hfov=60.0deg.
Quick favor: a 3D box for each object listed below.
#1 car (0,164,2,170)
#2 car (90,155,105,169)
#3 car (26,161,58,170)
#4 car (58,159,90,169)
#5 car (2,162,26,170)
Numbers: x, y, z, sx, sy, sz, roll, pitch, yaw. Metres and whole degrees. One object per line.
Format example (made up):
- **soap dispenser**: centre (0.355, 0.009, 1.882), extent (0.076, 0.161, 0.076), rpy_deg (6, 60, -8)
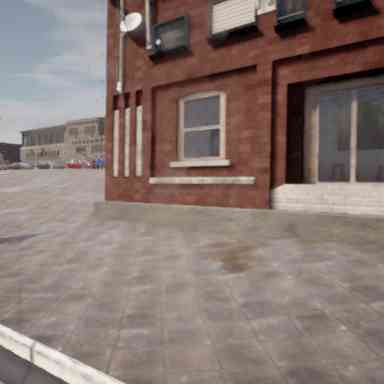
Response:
- **car**: centre (-28.554, -3.505, 48.850), extent (4.792, 1.488, 2.163), rpy_deg (1, 1, 29)
- **car**: centre (-8.677, -3.330, 39.003), extent (5.566, 2.045, 2.435), rpy_deg (2, 1, 25)
- **car**: centre (-18.858, -3.339, 43.785), extent (4.892, 1.521, 2.231), rpy_deg (1, 1, 27)
- **car**: centre (-13.778, -3.345, 41.342), extent (4.553, 1.767, 2.185), rpy_deg (1, 1, 26)
- **car**: centre (-23.691, -3.397, 46.243), extent (4.674, 1.452, 2.002), rpy_deg (1, 1, 28)
